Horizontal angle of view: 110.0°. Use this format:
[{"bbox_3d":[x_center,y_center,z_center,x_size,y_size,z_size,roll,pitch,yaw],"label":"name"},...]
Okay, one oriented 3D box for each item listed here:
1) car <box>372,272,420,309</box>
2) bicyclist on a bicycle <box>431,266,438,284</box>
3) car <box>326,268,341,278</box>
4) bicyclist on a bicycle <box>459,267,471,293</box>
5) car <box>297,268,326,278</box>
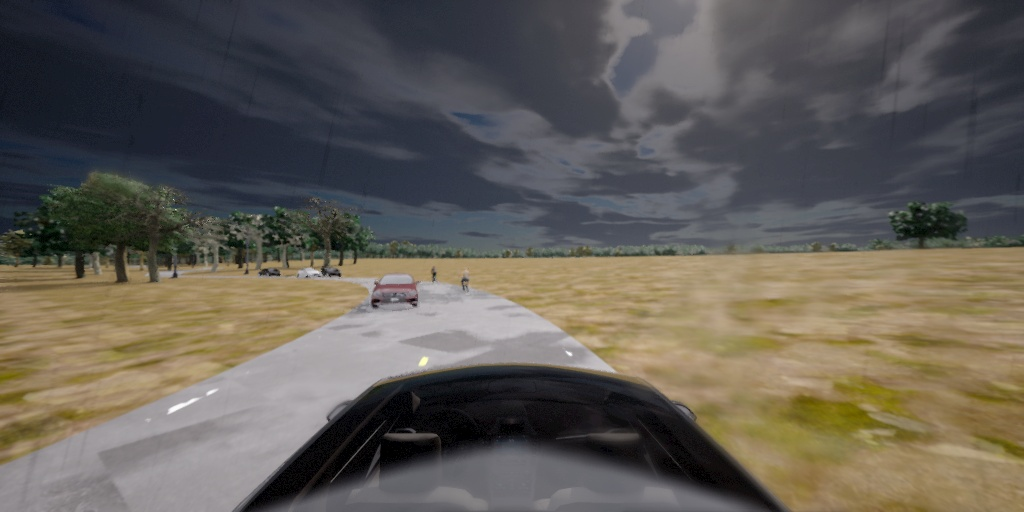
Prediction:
[{"bbox_3d":[-5.241,1.498,16.467,1.812,1.442,4.674,0,-1,-15],"label":"car"},{"bbox_3d":[-6.853,1.687,31.572,0.582,1.620,1.656,0,-2,-28],"label":"bicyclist on a bicycle"},{"bbox_3d":[-27.668,2.507,54.052,4.892,1.490,1.837,-2,-3,36],"label":"car"},{"bbox_3d":[-2.960,1.492,22.679,0.866,1.612,1.509,0,-1,-19],"label":"bicyclist on a bicycle"},{"bbox_3d":[-28.919,2.446,51.143,4.674,1.442,1.812,-2,-2,37],"label":"car"}]
